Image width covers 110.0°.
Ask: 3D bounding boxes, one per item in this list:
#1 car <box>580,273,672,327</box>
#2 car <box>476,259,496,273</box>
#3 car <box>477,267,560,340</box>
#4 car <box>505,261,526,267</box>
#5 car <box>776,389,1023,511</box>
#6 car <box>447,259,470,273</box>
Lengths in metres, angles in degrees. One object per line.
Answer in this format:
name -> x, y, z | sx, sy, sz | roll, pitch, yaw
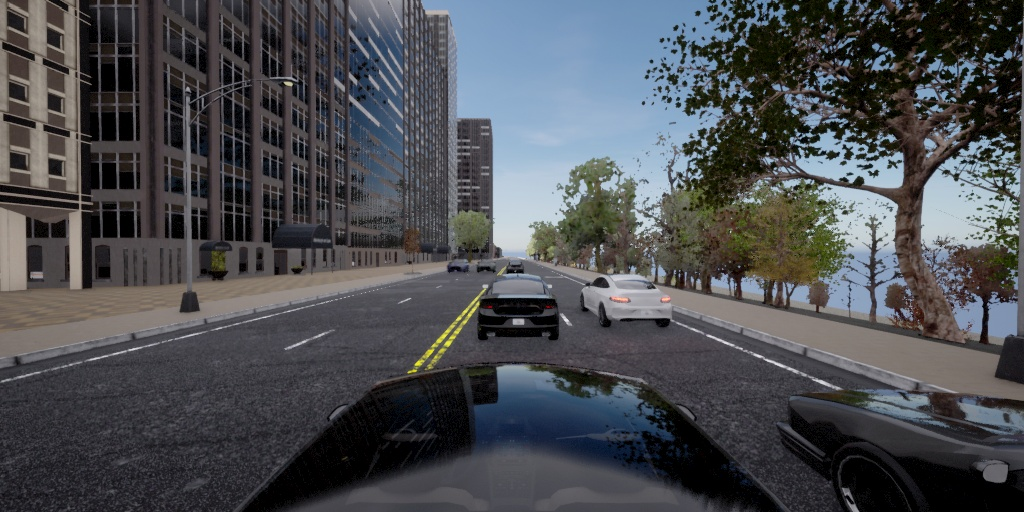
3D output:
car -> 3.412, 1.274, 11.360 | 1.812, 1.442, 4.674 | 0, 0, 0
car -> -3.010, 1.097, 42.686 | 2.097, 1.767, 4.553 | 0, 0, 1
car -> 0.155, 1.227, 9.979 | 1.882, 1.535, 5.008 | 0, 0, 0
car -> 0.337, 1.251, 37.324 | 1.837, 1.490, 4.892 | 0, 0, 0
car -> 3.343, 1.298, 0.789 | 2.033, 1.411, 5.357 | 0, 0, 0
car -> -6.269, 1.098, 42.184 | 2.097, 1.767, 4.553 | 0, 0, 1
